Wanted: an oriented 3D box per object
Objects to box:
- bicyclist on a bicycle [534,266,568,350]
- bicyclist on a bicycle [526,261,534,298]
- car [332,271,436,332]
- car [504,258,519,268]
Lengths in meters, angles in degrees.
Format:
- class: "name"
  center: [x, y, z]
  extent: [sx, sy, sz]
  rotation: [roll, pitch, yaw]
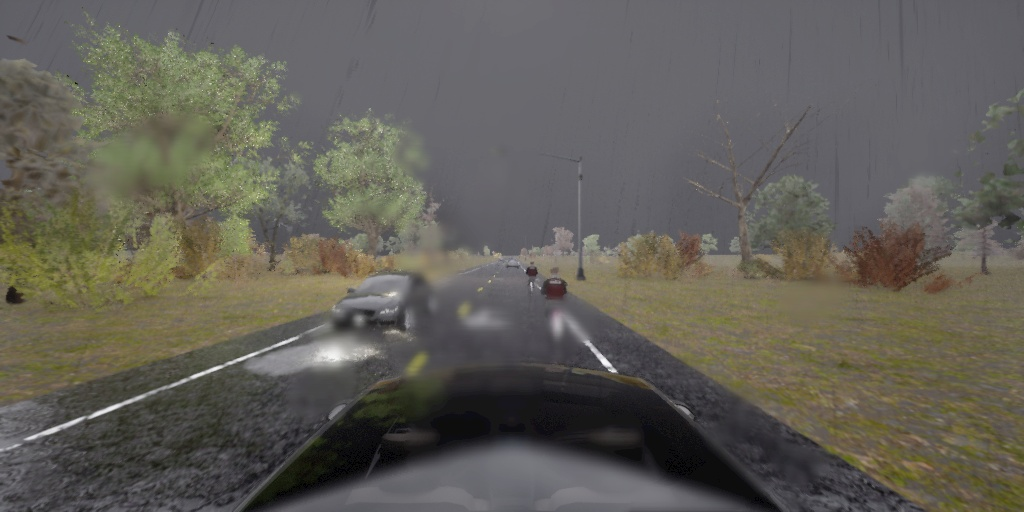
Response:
- class: "bicyclist on a bicycle"
  center: [0.962, 1.120, 8.156]
  extent: [0.659, 1.776, 1.843]
  rotation: [0, 0, 0]
- class: "bicyclist on a bicycle"
  center: [0.962, 1.120, 17.365]
  extent: [0.659, 1.776, 1.843]
  rotation: [0, 0, 0]
- class: "car"
  center: [-3.600, 1.255, 10.902]
  extent: [1.837, 1.490, 4.892]
  rotation: [0, 0, 0]
- class: "car"
  center: [0.096, 1.301, 59.334]
  extent: [1.994, 1.385, 4.181]
  rotation: [0, 0, 0]
